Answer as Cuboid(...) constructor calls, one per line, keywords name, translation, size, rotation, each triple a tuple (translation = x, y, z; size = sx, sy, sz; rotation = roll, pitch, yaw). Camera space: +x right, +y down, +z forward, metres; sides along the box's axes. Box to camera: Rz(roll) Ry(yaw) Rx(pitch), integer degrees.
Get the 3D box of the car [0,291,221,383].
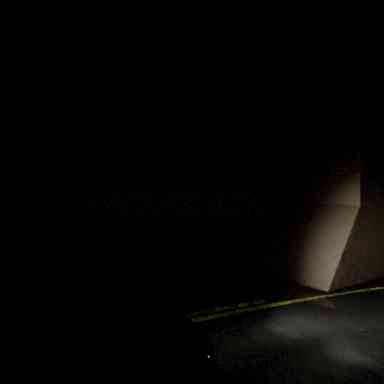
Cuboid(name="car", translation=(-1.975, 1.458, 2.263), size=(4.902, 1.511, 2.128), rotation=(0, 0, -35))
